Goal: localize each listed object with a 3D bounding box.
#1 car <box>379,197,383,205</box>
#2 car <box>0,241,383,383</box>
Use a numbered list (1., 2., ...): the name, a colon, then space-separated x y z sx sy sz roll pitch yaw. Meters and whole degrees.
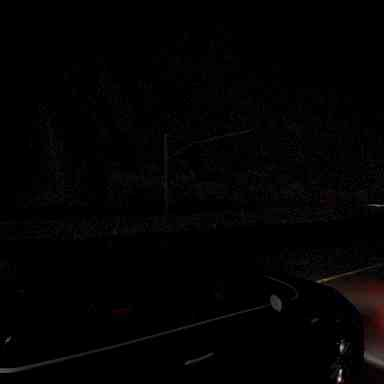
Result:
1. car: 31.664 1.243 53.045 4.892 1.490 1.837 0 0 -36
2. car: -0.078 1.351 3.692 4.553 1.767 2.097 0 0 -36
